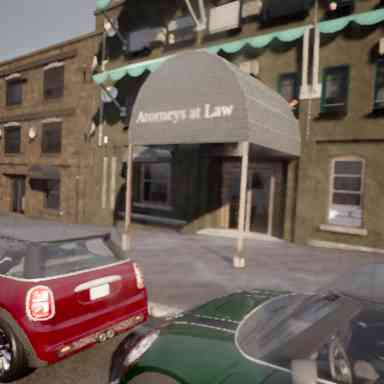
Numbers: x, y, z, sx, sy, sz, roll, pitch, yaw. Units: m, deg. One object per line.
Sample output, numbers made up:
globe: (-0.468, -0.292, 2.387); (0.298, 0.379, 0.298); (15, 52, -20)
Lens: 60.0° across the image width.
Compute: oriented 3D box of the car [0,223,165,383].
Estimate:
car: (-2.947, 1.325, 5.634); (4.553, 1.767, 2.185); (0, 0, 36)
